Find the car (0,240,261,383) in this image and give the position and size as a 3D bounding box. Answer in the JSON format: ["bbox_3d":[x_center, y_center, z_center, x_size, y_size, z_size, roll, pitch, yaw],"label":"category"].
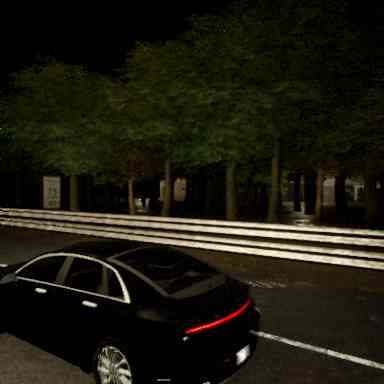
[{"bbox_3d":[-1.417,1.497,5.002,4.892,1.490,1.837,0,0,35],"label":"car"}]
